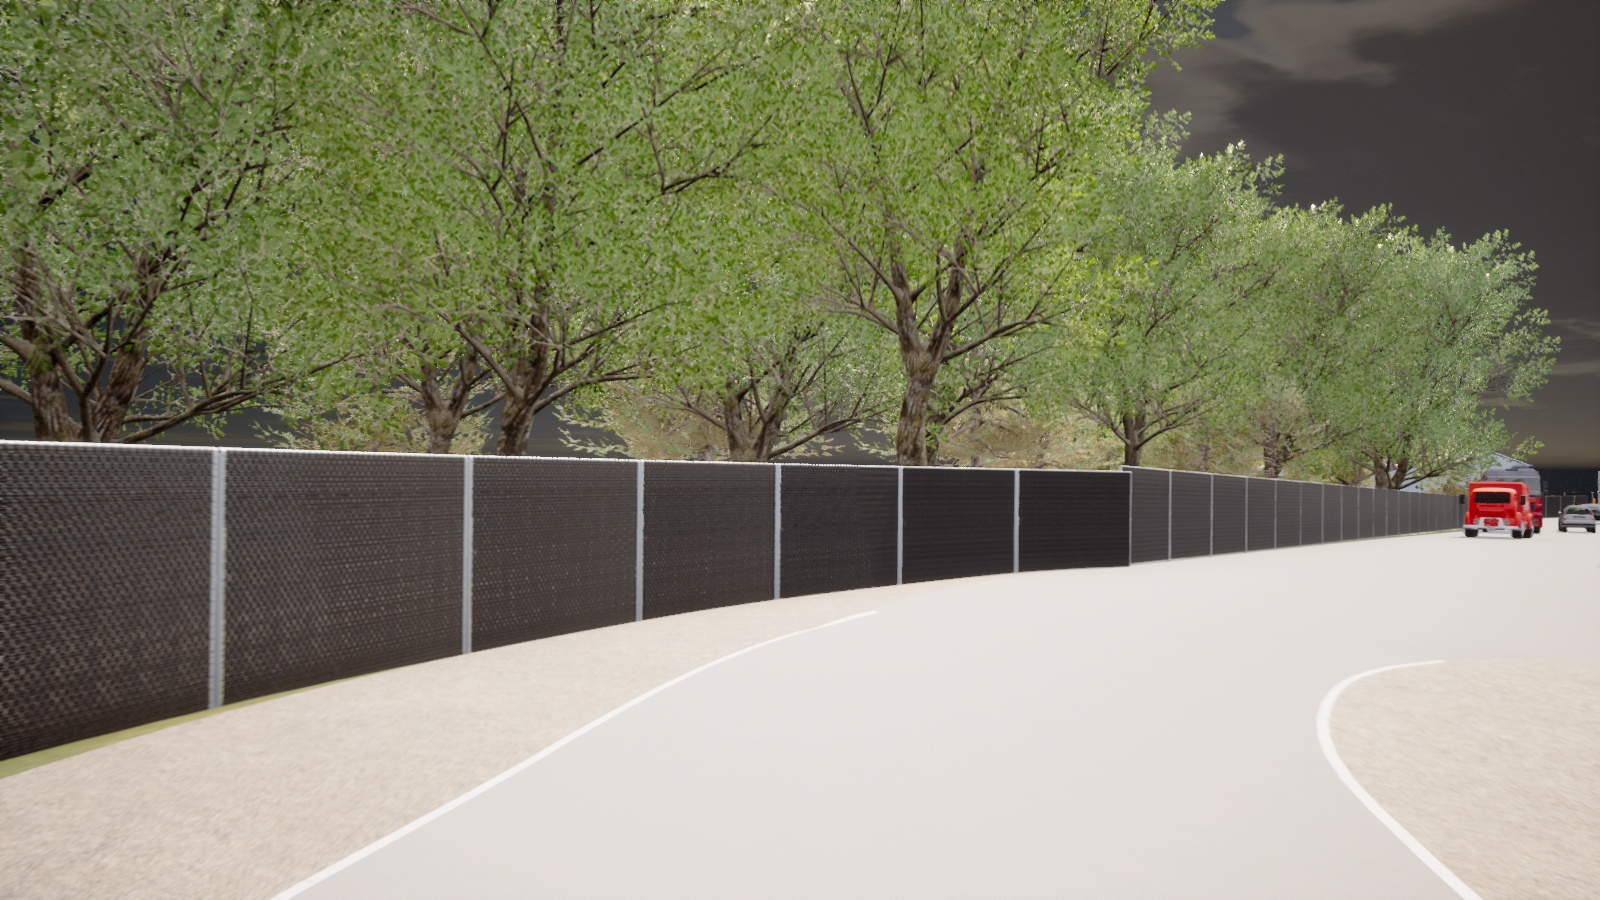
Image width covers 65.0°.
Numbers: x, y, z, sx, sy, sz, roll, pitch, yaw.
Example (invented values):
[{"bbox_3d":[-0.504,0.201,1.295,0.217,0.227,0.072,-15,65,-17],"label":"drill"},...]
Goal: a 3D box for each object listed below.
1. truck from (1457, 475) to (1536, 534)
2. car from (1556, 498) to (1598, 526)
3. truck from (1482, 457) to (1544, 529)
[{"bbox_3d":[30.948,2.417,55.742,2.627,2.467,5.204,-1,-3,34],"label":"truck"},{"bbox_3d":[46.931,3.730,75.887,1.851,1.617,3.988,0,-2,27],"label":"car"},{"bbox_3d":[40.514,2.457,71.523,2.891,3.827,8.468,0,-2,29],"label":"truck"}]
